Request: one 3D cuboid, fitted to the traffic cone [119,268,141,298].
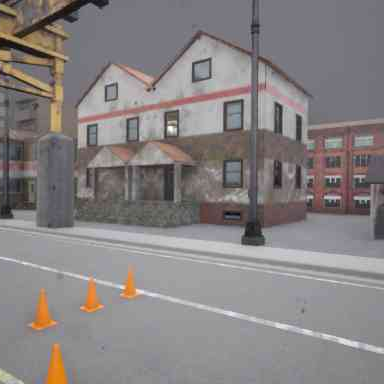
[{"bbox_3d":[-1.346,1.949,7.228,0.340,0.580,0.340,0,0,36],"label":"traffic cone"}]

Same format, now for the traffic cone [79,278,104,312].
[{"bbox_3d":[-1.931,1.949,6.417,0.340,0.580,0.340,0,0,36],"label":"traffic cone"}]

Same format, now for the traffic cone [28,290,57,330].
[{"bbox_3d":[-2.516,1.949,5.606,0.340,0.580,0.340,0,0,36],"label":"traffic cone"}]

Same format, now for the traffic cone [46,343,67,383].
[{"bbox_3d":[-1.479,1.952,3.625,0.340,0.580,0.340,0,0,36],"label":"traffic cone"}]
